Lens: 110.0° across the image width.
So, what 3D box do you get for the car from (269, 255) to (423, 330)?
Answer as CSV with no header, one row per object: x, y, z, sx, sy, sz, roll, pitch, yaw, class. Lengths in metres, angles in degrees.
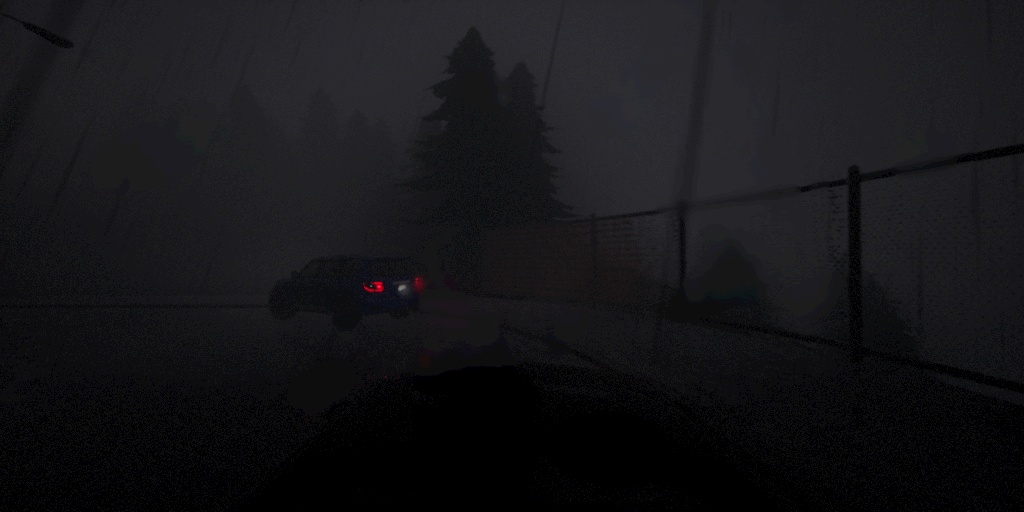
-5.378,1.019,11.470,5.566,2.045,2.150,-1,-1,31,car
